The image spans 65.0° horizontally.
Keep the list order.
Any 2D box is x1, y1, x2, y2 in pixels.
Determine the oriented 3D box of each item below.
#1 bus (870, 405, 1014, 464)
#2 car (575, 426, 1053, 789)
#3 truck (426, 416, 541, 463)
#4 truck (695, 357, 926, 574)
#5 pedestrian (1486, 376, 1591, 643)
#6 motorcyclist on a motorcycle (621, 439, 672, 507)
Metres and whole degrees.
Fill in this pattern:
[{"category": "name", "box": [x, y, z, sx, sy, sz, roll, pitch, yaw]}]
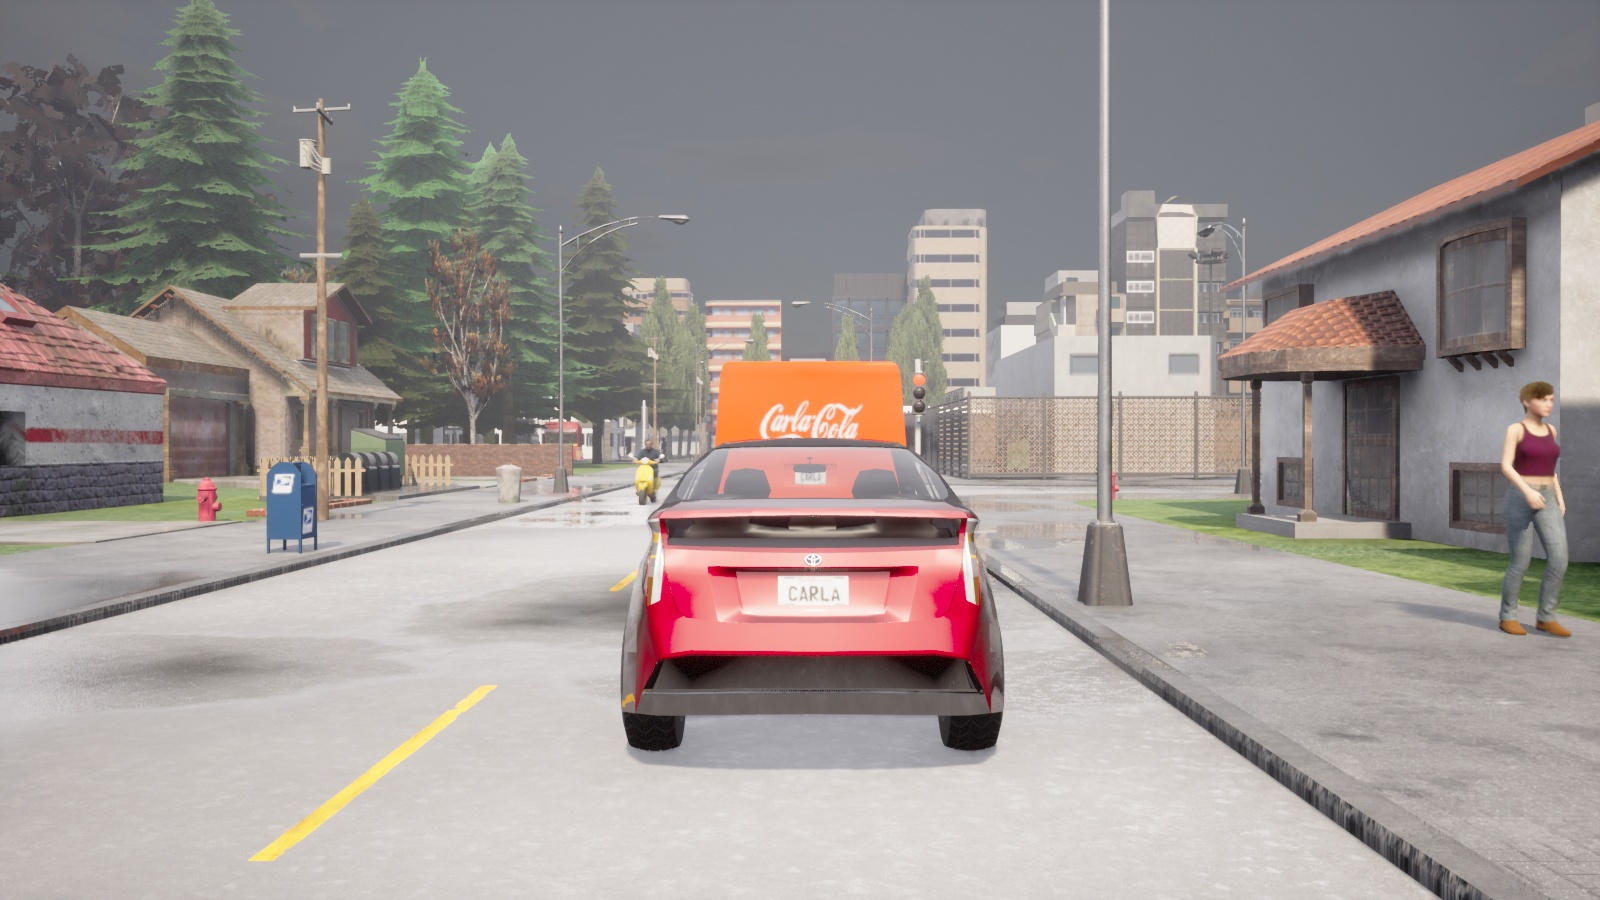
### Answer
[{"category": "bus", "box": [10.593, -1.155, 94.501, 10.273, 4.253, 3.944, 0, 0, -4]}, {"category": "car", "box": [0.061, 0.651, 7.533, 2.007, 1.525, 4.514, 0, 0, 0]}, {"category": "truck", "box": [-23.756, -0.788, 94.488, 7.936, 3.462, 2.891, 0, 0, 2]}, {"category": "truck", "box": [0.118, 0.164, 16.898, 2.627, 2.467, 5.204, 0, 0, 0]}, {"category": "pedestrian", "box": [5.263, 0.410, 8.969, 0.345, 1.836, 0.594, 0, 0, -9]}, {"category": "motorcyclist on a motorcycle", "box": [-3.693, 0.525, 30.388, 0.866, 1.590, 1.817, 1, 0, 4]}]
